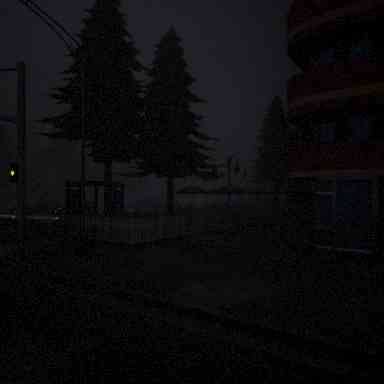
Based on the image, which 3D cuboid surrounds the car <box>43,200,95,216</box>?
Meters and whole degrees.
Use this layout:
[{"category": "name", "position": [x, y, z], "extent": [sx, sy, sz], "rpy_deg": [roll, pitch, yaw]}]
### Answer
[{"category": "car", "position": [-11.377, 1.445, 32.128], "extent": [1.837, 1.490, 4.892], "rpy_deg": [0, 0, 36]}]

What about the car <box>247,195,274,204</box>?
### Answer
[{"category": "car", "position": [11.935, 1.294, 54.806], "extent": [4.553, 1.767, 2.097], "rpy_deg": [0, 0, -24]}]

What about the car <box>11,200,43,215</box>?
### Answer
[{"category": "car", "position": [-14.941, 1.487, 33.201], "extent": [2.033, 1.411, 5.357], "rpy_deg": [0, 0, 36]}]

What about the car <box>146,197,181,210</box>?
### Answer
[{"category": "car", "position": [-3.327, 1.503, 42.755], "extent": [1.994, 1.385, 4.181], "rpy_deg": [0, 0, 40]}]

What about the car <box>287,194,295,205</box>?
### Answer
[{"category": "car", "position": [16.589, 1.163, 48.965], "extent": [5.566, 2.045, 2.150], "rpy_deg": [0, 0, -22]}]

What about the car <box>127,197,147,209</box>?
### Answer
[{"category": "car", "position": [-6.424, 1.430, 44.498], "extent": [2.128, 1.511, 4.902], "rpy_deg": [0, 0, 40]}]

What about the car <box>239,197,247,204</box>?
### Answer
[{"category": "car", "position": [10.491, 1.293, 57.994], "extent": [4.553, 1.767, 2.097], "rpy_deg": [0, 0, -24]}]
